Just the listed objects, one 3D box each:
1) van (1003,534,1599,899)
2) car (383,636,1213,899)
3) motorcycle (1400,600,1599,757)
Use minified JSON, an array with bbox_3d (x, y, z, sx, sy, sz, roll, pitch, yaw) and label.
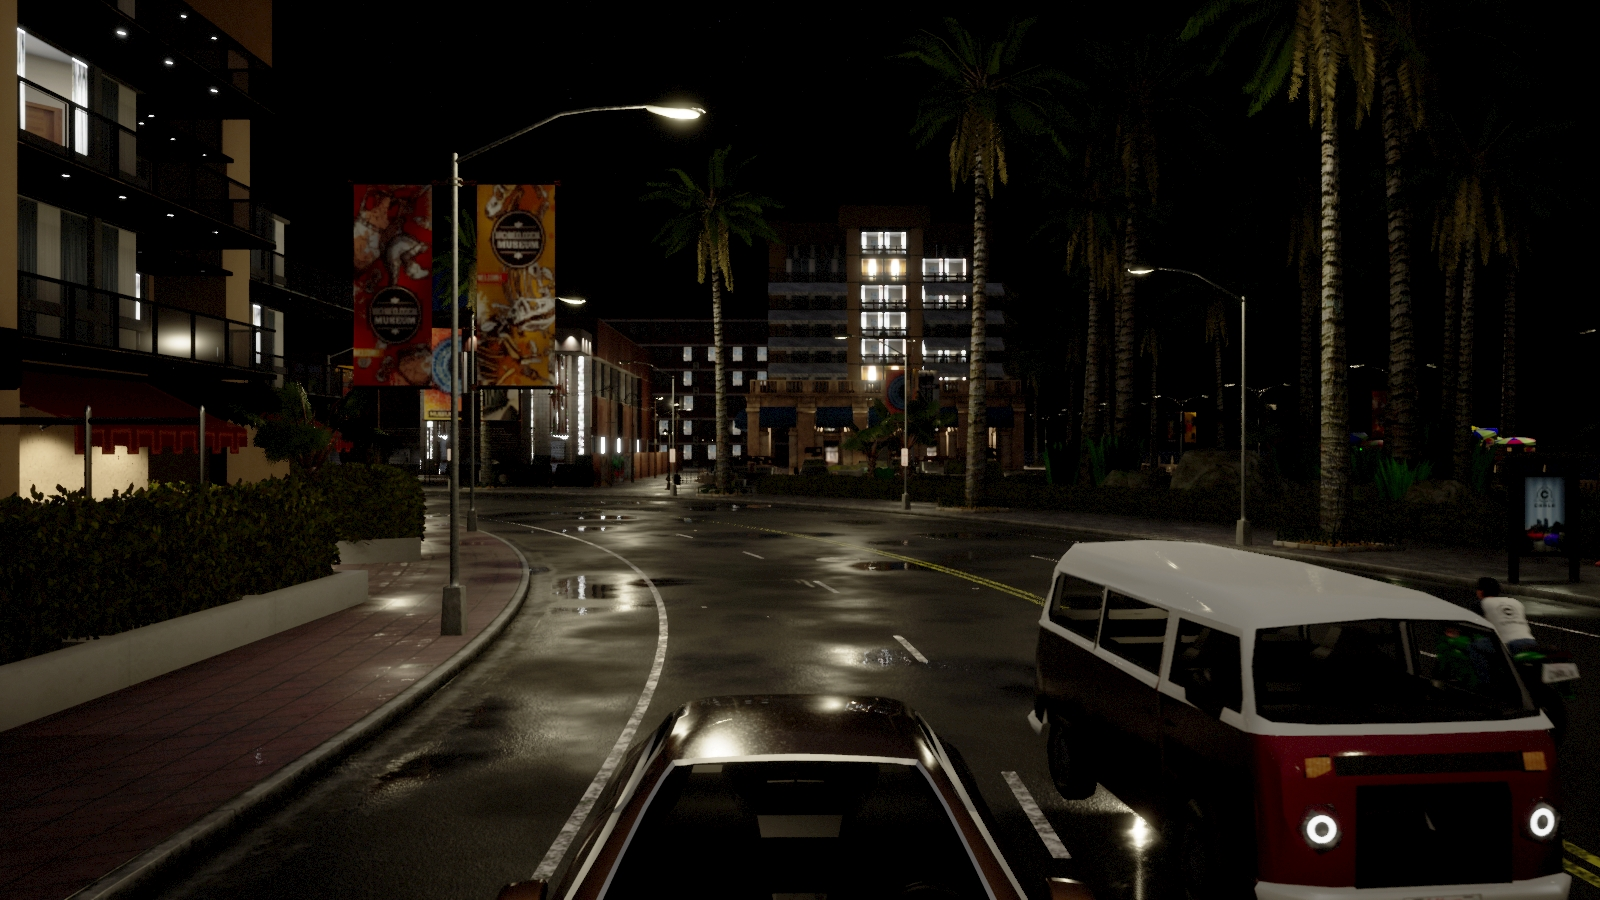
[{"bbox_3d":[3.049,1.783,8.034,2.069,2.038,4.480,0,0,-5],"label":"van"},{"bbox_3d":[-0.020,1.992,4.650,2.152,1.651,5.027,0,0,-1],"label":"car"},{"bbox_3d":[6.959,2.213,11.416,0.803,1.145,2.033,0,0,-2],"label":"motorcycle"}]
